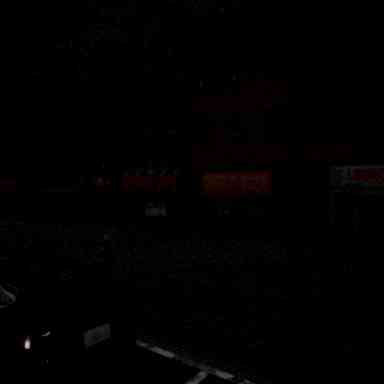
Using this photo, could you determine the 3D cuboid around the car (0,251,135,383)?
[{"bbox_3d":[-2.691,1.534,4.735,4.313,1.339,1.947,0,0,36],"label":"car"}]
